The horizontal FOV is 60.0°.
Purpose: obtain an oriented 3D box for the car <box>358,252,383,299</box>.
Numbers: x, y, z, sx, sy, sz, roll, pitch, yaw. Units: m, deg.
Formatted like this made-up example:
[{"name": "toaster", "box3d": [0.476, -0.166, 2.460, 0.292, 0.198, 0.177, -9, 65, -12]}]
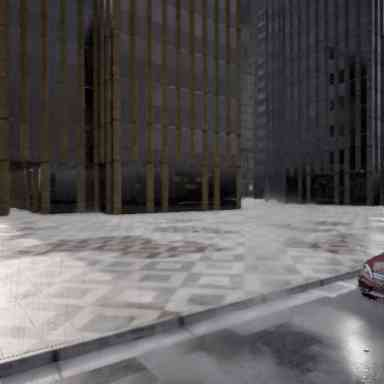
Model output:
[{"name": "car", "box3d": [5.522, 1.509, 7.216, 4.674, 1.442, 1.812, 0, 0, -35]}]
